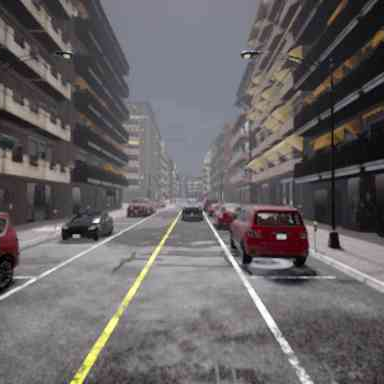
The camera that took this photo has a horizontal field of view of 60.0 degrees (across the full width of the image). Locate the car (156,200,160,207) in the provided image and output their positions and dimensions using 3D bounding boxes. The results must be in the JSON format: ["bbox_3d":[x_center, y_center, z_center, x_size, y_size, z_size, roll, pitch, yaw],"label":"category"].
[{"bbox_3d":[-5.310,1.806,39.596,1.887,1.381,4.507,1,0,0],"label":"car"}]

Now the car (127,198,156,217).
[{"bbox_3d":[-5.302,1.534,34.066,2.192,1.841,5.009,1,0,0],"label":"car"}]

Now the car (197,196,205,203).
[{"bbox_3d":[2.558,2.050,94.318,2.192,1.841,5.009,1,-1,0],"label":"car"}]

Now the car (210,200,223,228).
[{"bbox_3d":[2.544,1.581,22.950,1.967,1.590,4.097,1,0,0],"label":"car"}]

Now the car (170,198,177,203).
[{"bbox_3d":[-5.326,2.300,94.268,1.947,1.339,4.313,1,-1,0],"label":"car"}]

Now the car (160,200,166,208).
[{"bbox_3d":[-5.316,1.982,56.189,1.802,1.307,4.206,1,0,0],"label":"car"}]

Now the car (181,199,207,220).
[{"bbox_3d":[0.042,1.684,30.401,2.128,1.511,4.902,0,0,0],"label":"car"}]

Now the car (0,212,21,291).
[{"bbox_3d":[-5.293,1.352,6.414,2.192,1.841,5.009,1,0,0],"label":"car"}]

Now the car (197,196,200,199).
[{"bbox_3d":[-0.010,1.906,56.444,2.163,1.488,4.792,0,-1,0],"label":"car"}]

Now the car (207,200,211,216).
[{"bbox_3d":[2.538,1.801,34.012,1.802,1.307,4.206,1,0,0],"label":"car"}]

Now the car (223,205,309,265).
[{"bbox_3d":[2.551,1.384,11.888,2.192,1.841,5.009,1,0,0],"label":"car"}]

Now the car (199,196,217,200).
[{"bbox_3d":[2.540,1.621,45.076,2.192,1.841,5.009,1,0,0],"label":"car"}]

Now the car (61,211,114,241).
[{"bbox_3d":[-5.303,1.670,17.475,1.947,1.339,4.313,1,0,0],"label":"car"}]

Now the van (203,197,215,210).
[{"bbox_3d":[2.538,1.693,50.607,1.690,1.788,3.998,1,0,0],"label":"van"}]
